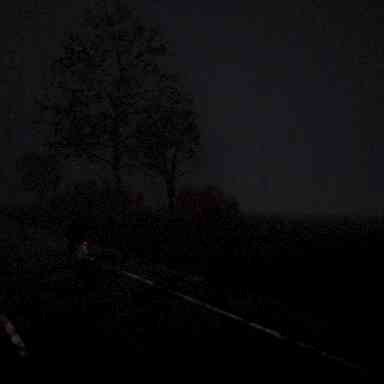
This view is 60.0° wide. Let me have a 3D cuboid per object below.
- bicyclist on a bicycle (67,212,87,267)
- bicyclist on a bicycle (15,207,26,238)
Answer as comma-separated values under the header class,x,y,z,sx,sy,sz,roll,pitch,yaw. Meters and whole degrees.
class,x,y,z,sx,sy,sz,roll,pitch,yaw
bicyclist on a bicycle,-3.846,1.526,11.044,0.659,1.776,1.843,2,-1,-38
bicyclist on a bicycle,-9.265,1.657,17.987,0.582,1.620,1.656,2,-2,-38
